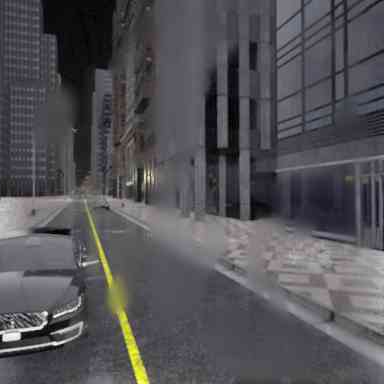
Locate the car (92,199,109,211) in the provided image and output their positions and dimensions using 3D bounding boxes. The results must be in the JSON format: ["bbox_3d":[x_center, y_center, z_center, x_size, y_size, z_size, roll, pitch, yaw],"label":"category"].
[{"bbox_3d":[-11.505,1.564,41.991,2.033,1.411,5.357,0,0,-18],"label":"car"}]

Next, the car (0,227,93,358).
[{"bbox_3d":[-2.953,1.508,6.341,1.837,1.490,4.892,0,0,-18],"label":"car"}]
